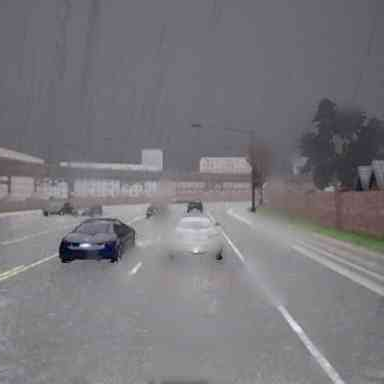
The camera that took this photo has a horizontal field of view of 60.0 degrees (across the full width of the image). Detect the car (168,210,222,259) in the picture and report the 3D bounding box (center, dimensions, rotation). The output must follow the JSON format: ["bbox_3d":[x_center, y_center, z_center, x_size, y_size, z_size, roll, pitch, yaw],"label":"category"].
[{"bbox_3d":[0.136,1.650,13.027,1.812,1.442,4.674,0,0,0],"label":"car"}]

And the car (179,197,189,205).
[{"bbox_3d":[-0.144,1.882,72.784,2.097,1.767,4.553,-1,-1,32],"label":"car"}]

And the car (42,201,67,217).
[{"bbox_3d":[-13.900,1.783,34.928,1.837,1.490,4.892,0,0,1],"label":"car"}]

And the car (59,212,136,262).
[{"bbox_3d":[-3.364,1.685,12.570,1.994,1.385,4.181,0,0,0],"label":"car"}]

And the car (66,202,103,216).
[{"bbox_3d":[-10.424,1.760,33.562,2.128,1.511,4.902,0,0,1],"label":"car"}]

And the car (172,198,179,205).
[{"bbox_3d":[-3.467,2.102,74.100,1.812,1.442,4.674,-1,-1,32],"label":"car"}]

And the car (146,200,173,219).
[{"bbox_3d":[-3.281,1.808,32.285,2.033,1.411,5.357,0,0,0],"label":"car"}]

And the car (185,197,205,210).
[{"bbox_3d":[0.545,1.833,43.946,1.837,1.490,4.892,-1,-1,4],"label":"car"}]
